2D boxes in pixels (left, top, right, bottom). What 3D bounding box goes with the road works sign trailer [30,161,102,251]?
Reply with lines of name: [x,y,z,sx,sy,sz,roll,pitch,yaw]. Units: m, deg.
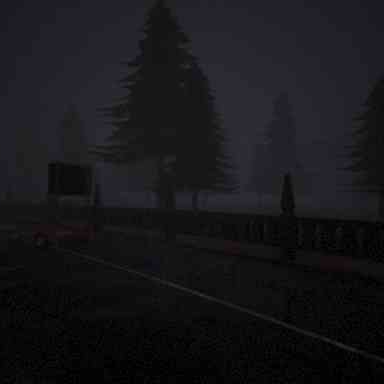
road works sign trailer: [-4.929,0.556,14.087,2.880,3.560,2.380,0,0,26]
